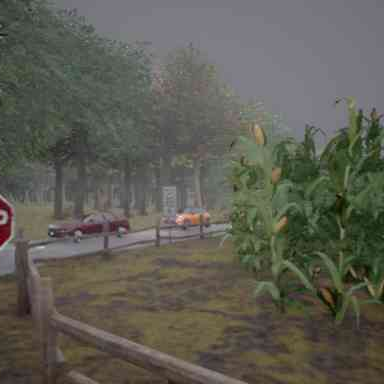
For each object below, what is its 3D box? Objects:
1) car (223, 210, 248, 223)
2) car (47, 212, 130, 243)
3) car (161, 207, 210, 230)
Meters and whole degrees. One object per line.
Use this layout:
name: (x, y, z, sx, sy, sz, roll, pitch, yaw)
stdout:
car: (5.007, 2.373, 34.396, 1.882, 1.535, 5.008, -1, -2, 36)
car: (-5.815, 1.930, 19.212, 1.882, 1.535, 5.008, -1, -2, 34)
car: (-0.426, 2.026, 26.826, 2.097, 1.767, 4.553, -1, -2, 36)
